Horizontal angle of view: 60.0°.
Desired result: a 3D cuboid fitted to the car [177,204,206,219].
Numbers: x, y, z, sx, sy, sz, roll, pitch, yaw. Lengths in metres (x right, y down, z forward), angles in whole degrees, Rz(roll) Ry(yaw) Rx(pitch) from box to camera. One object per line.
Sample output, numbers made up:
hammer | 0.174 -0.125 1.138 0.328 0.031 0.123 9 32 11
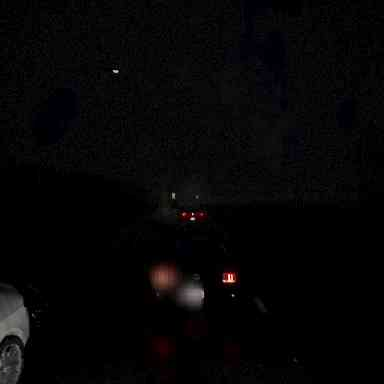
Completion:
car | 0.043 1.623 25.829 1.895 1.301 4.718 0 0 0

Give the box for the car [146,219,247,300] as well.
car | 0.083 1.604 8.357 1.895 1.301 4.718 0 0 0

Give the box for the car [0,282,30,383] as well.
car | -2.856 1.526 2.275 1.812 1.442 4.674 0 0 0

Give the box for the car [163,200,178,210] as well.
car | -2.851 1.786 45.932 1.994 1.385 4.181 0 -1 0
